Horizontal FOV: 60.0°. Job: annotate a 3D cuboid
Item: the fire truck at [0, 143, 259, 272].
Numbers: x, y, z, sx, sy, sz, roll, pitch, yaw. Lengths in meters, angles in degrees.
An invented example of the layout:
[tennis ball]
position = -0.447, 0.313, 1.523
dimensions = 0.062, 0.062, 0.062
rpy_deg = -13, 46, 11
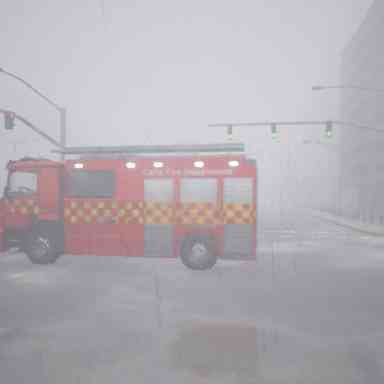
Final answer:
[fire truck]
position = -1.989, 0.444, 11.431
dimensions = 8.468, 3.827, 2.891
rpy_deg = 0, -1, 9
